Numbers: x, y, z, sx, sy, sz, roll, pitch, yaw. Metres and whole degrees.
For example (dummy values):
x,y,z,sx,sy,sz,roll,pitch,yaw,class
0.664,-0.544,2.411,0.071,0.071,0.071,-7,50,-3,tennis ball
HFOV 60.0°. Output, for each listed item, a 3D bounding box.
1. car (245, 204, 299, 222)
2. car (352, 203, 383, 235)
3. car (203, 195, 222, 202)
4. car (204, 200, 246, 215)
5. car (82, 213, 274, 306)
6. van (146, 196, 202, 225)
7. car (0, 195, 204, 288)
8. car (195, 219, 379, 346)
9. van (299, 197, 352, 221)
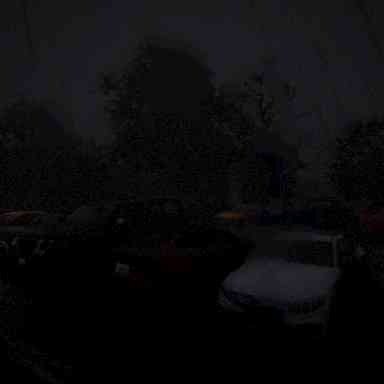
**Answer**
x,y,z,sx,sy,sz,roll,pitch,yaw,class
5.509,1.491,20.394,2.231,1.521,4.892,0,0,36,car
10.004,1.363,17.154,2.185,1.767,4.553,0,0,36,car
1.023,1.247,23.639,2.435,2.045,5.566,0,0,36,car
3.153,1.489,21.857,1.946,1.575,5.366,0,0,36,car
0.018,1.518,8.287,2.163,1.488,4.792,0,0,36,car
-1.278,1.291,25.393,1.878,1.987,4.442,0,0,36,van
-2.275,1.238,9.853,2.435,2.045,5.566,0,0,36,car
2.261,1.528,6.652,2.002,1.452,4.674,0,0,36,car
7.836,1.263,18.884,1.878,1.987,4.442,0,0,36,van
